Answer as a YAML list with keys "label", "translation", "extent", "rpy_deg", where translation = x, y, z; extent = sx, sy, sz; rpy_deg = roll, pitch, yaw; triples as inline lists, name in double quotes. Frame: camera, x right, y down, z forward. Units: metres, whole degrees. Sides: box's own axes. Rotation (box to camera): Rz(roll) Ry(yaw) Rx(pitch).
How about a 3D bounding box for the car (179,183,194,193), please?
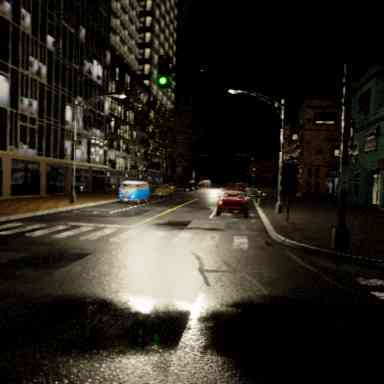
- label: "car"
  translation: [-1.391, -0.585, 50.327]
  extent: [1.802, 1.307, 4.206]
  rpy_deg: [3, 3, 9]

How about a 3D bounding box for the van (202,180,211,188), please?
- label: "van"
  translation: [3.749, -2.072, 83.949]
  extent: [1.690, 1.788, 3.998]
  rpy_deg: [3, 3, 9]

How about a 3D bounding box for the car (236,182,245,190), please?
- label: "car"
  translation: [11.175, -1.447, 77.136]
  extent: [1.967, 1.590, 4.097]
  rpy_deg: [3, 3, 9]

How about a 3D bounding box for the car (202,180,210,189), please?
- label: "car"
  translation: [2.029, -1.447, 72.748]
  extent: [2.008, 1.369, 4.403]
  rpy_deg: [3, 3, 9]

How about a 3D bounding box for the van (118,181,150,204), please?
- label: "van"
  translation: [-4.798, 0.005, 27.895]
  extent: [1.690, 1.788, 3.998]
  rpy_deg: [3, 3, 9]

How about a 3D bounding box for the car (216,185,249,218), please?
- label: "car"
  translation: [2.628, 0.631, 21.082]
  extent: [1.967, 1.590, 4.097]
  rpy_deg: [3, 3, 9]

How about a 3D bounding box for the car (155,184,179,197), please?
- label: "car"
  translation: [-3.123, -0.220, 38.946]
  extent: [1.752, 1.417, 4.829]
  rpy_deg: [3, 3, 9]

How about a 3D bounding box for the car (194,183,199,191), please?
- label: "car"
  translation: [-0.536, -0.809, 55.932]
  extent: [1.947, 1.339, 4.313]
  rpy_deg: [3, 3, 9]

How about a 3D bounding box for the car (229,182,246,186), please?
- label: "car"
  translation: [4.344, 0.091, 32.287]
  extent: [2.192, 1.841, 5.009]
  rpy_deg: [3, 3, 9]

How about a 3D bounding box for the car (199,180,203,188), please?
- label: "car"
  translation: [0.319, -1.017, 61.537]
  extent: [1.947, 1.339, 4.313]
  rpy_deg: [3, 3, 9]

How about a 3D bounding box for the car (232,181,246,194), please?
- label: "car"
  translation: [7.763, -0.740, 54.709]
  extent: [2.192, 1.841, 5.009]
  rpy_deg: [3, 3, 9]
